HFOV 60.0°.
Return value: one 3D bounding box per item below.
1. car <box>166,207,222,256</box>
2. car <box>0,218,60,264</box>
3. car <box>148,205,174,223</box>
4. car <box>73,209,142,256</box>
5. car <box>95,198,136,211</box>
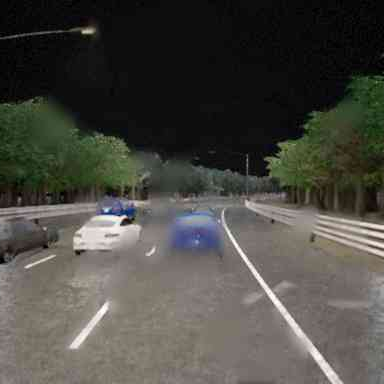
[{"bbox_3d":[0.235,1.607,13.803,1.882,1.535,5.008,0,0,2],"label":"car"},{"bbox_3d":[-6.841,1.661,12.295,2.033,1.411,5.357,0,-1,2],"label":"car"},{"bbox_3d":[-2.534,1.796,28.362,1.812,1.442,4.674,0,0,5],"label":"car"},{"bbox_3d":[-3.279,1.652,13.571,1.812,1.442,4.674,0,0,3],"label":"car"},{"bbox_3d":[-6.139,1.483,27.252,2.150,2.045,5.566,0,0,4],"label":"car"}]
